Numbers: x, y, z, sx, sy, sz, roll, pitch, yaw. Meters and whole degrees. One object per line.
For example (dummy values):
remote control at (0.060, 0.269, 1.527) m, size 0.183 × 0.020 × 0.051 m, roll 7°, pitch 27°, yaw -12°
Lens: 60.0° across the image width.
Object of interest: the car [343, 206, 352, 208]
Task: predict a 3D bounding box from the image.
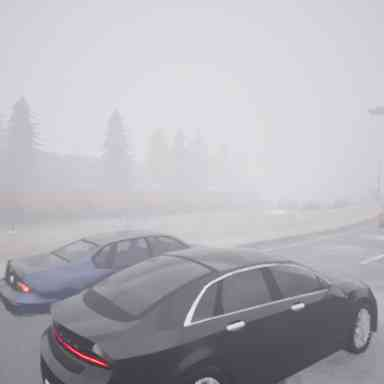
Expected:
car at (17.983, 1.612, 39.714) m, size 2.033 × 1.411 × 5.357 m, roll 0°, pitch 0°, yaw 31°

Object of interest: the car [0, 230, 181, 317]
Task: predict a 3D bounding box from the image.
car at (-1.177, 1.574, 7.391) m, size 5.357 × 1.411 × 2.033 m, roll 0°, pitch 0°, yaw -38°

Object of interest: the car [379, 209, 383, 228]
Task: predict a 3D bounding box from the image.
car at (13.897, 1.377, 21.862) m, size 2.097 × 1.767 × 4.553 m, roll 0°, pitch 0°, yaw 41°

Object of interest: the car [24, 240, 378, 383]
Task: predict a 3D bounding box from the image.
car at (0.650, 1.517, 4.460) m, size 4.892 × 1.490 × 1.837 m, roll 0°, pitch 0°, yaw -37°
